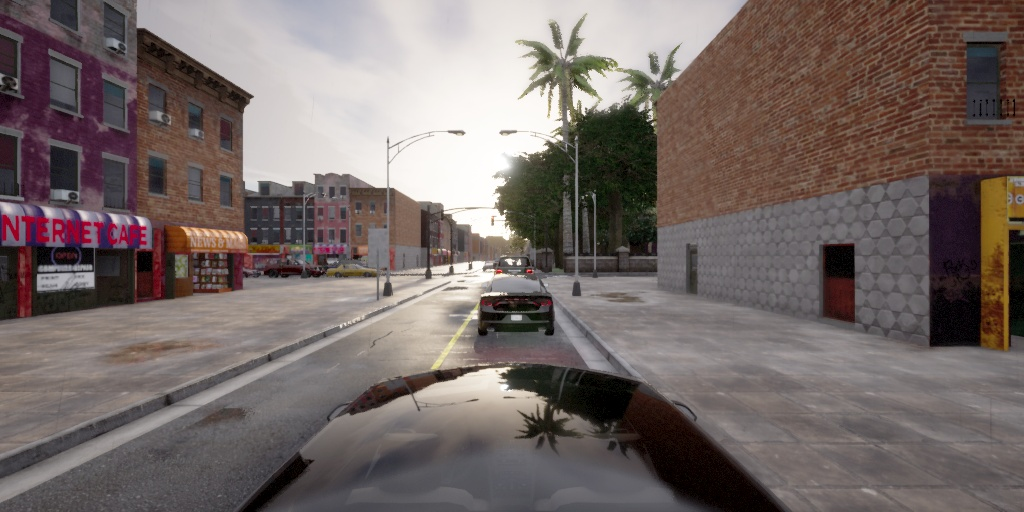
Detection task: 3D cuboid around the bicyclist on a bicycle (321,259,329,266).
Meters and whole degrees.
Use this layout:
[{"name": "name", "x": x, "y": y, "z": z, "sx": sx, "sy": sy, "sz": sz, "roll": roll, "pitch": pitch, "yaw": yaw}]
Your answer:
[{"name": "bicyclist on a bicycle", "x": -20.145, "y": 1.124, "z": 38.679, "sx": 0.582, "sy": 1.620, "sz": 1.656, "roll": 0, "pitch": 0, "yaw": 0}]

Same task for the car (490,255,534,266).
[{"name": "car", "x": 0.102, "y": 0.980, "z": 20.463, "sx": 2.150, "sy": 2.045, "sz": 5.566, "roll": 0, "pitch": 0, "yaw": -1}]

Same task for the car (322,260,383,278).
[{"name": "car", "x": -14.441, "y": 1.324, "z": 33.040, "sx": 4.829, "sy": 1.417, "sz": 1.751, "roll": 0, "pitch": 0, "yaw": 0}]

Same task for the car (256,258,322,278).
[{"name": "car", "x": -20.062, "y": 1.128, "z": 33.033, "sx": 5.009, "sy": 1.841, "sz": 2.192, "roll": 0, "pitch": 0, "yaw": 0}]

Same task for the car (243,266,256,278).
[{"name": "car", "x": -25.515, "y": 1.409, "z": 33.026, "sx": 4.207, "sy": 1.307, "sz": 1.802, "roll": 0, "pitch": 0, "yaw": 0}]

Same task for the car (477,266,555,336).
[{"name": "car", "x": 0.099, "y": 1.230, "z": 10.494, "sx": 1.882, "sy": 1.535, "sz": 5.008, "roll": 0, "pitch": 0, "yaw": 0}]

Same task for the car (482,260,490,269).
[{"name": "car", "x": -2.859, "y": 1.316, "z": 47.906, "sx": 1.812, "sy": 1.442, "sz": 4.674, "roll": 0, "pitch": 0, "yaw": 0}]
